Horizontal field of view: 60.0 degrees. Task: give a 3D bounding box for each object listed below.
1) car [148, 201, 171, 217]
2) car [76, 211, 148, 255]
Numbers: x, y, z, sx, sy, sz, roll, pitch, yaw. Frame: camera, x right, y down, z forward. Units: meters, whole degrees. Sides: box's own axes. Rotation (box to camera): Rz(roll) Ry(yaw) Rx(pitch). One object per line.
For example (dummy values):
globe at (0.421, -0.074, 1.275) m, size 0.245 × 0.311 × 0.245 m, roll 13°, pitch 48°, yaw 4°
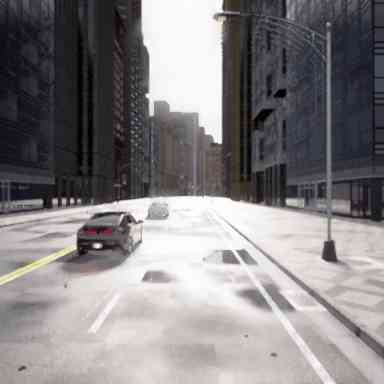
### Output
car at (-3.149, 1.628, 32.052) m, size 1.812 × 1.442 × 4.674 m, roll 0°, pitch 0°, yaw 0°
car at (-3.151, 1.549, 13.494) m, size 1.837 × 1.490 × 4.892 m, roll 0°, pitch 0°, yaw 0°
